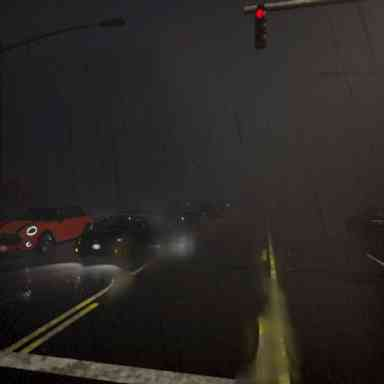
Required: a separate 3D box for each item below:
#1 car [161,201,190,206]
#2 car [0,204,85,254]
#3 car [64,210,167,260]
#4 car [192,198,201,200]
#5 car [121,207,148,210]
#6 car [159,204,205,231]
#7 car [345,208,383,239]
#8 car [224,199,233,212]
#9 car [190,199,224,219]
[{"bbox_3d":[-1.802,1.658,32.419,2.128,1.511,4.902,0,-1,13],"label":"car"},{"bbox_3d":[-5.960,1.366,13.612,2.097,1.767,4.553,0,0,12],"label":"car"},{"bbox_3d":[-2.608,1.578,12.557,1.994,1.385,4.181,0,0,13],"label":"car"},{"bbox_3d":[0.692,1.627,43.472,2.097,1.767,4.553,0,-1,13],"label":"car"},{"bbox_3d":[-4.017,1.674,22.394,1.895,1.301,4.718,0,0,12],"label":"car"},{"bbox_3d":[-0.721,1.669,21.095,1.895,1.301,4.718,0,0,12],"label":"car"},{"bbox_3d":[9.456,1.567,17.389,2.128,1.511,4.902,1,0,12],"label":"car"},{"bbox_3d":[3.933,1.620,41.949,2.097,1.767,4.553,0,-1,13],"label":"car"},{"bbox_3d":[1.477,1.665,31.041,1.837,1.490,4.892,0,-1,13],"label":"car"}]
